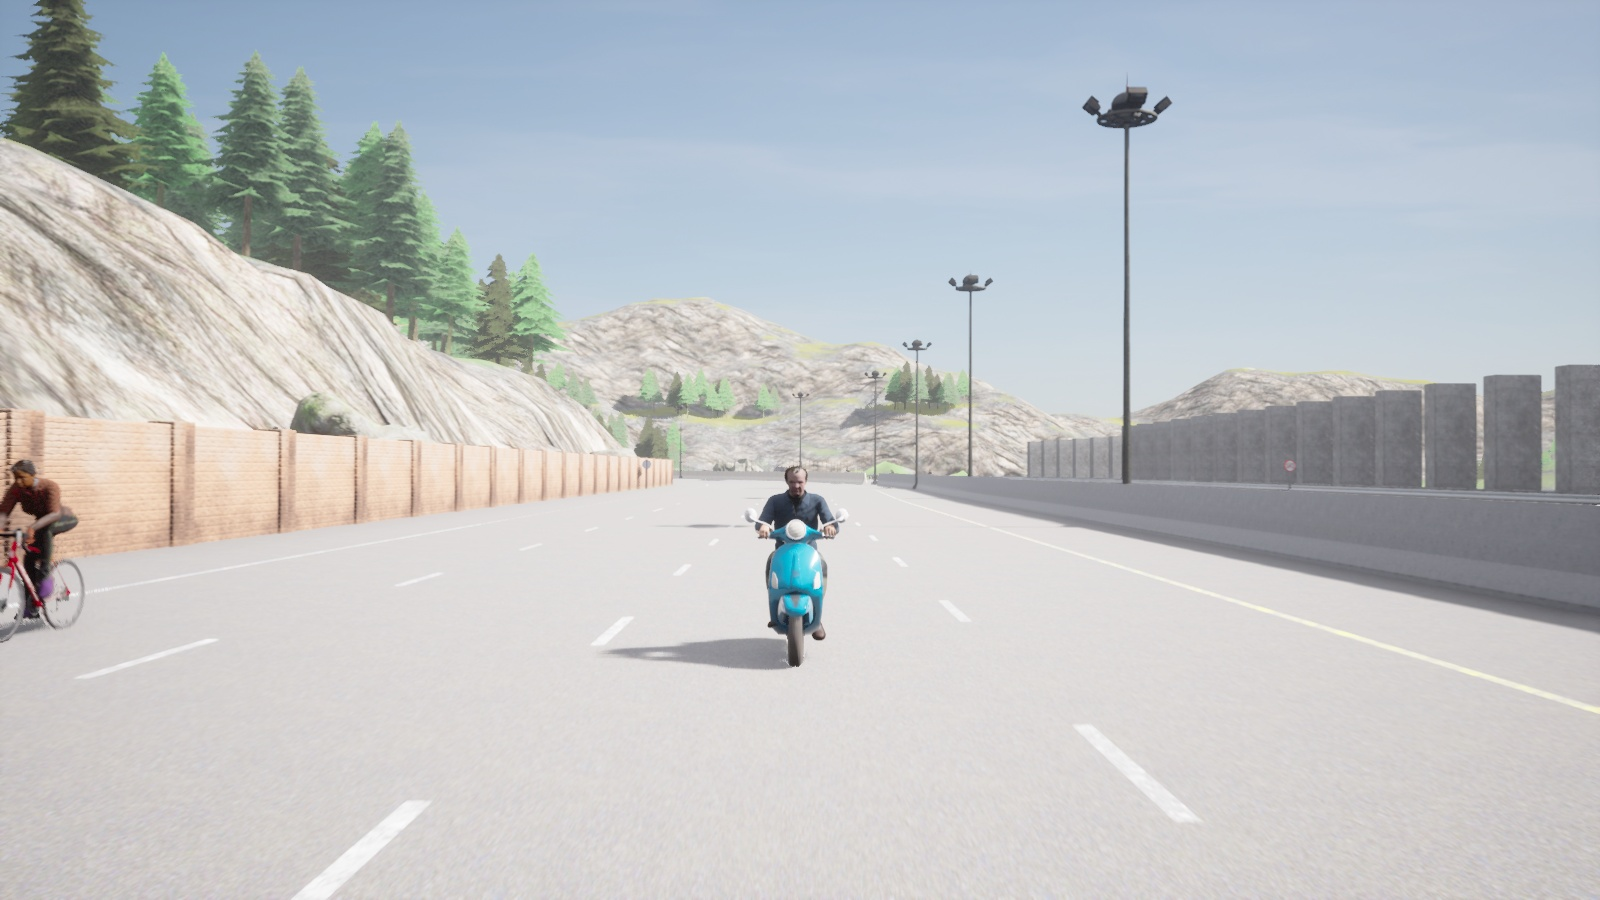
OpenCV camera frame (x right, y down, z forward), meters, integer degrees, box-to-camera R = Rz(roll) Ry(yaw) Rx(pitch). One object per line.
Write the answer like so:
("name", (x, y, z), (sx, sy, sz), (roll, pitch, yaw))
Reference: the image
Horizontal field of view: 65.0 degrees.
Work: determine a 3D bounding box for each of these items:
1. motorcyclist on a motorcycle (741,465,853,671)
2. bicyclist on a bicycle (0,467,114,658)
("motorcyclist on a motorcycle", (-0.027, 0.928, 10.651), (0.866, 1.590, 1.817), (0, -1, 0))
("bicyclist on a bicycle", (-7.028, 0.968, 11.500), (0.582, 1.620, 1.656), (0, 0, 0))
